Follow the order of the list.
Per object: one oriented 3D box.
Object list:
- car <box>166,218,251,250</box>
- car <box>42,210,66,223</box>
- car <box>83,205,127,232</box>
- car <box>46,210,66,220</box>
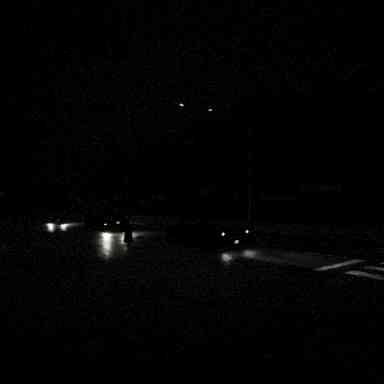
[{"bbox_3d":[0.685,1.971,16.489,1.895,1.301,4.718,0,-2,-36],"label":"car"},{"bbox_3d":[-17.362,3.178,41.749,1.895,1.301,4.718,0,-2,-35],"label":"car"},{"bbox_3d":[-7.224,2.083,27.500,2.150,2.045,5.566,0,-2,-36],"label":"car"},{"bbox_3d":[-21.533,3.596,52.483,1.994,1.385,4.181,0,-2,-36],"label":"car"}]
